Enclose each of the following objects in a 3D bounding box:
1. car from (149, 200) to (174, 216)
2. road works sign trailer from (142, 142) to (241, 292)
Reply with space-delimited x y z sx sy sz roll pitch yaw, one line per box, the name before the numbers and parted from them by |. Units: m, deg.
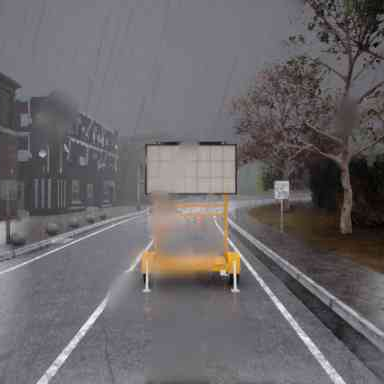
car | -2.891 1.502 32.116 2.128 1.511 4.902 0 0 4
road works sign trailer | -0.021 0.467 8.899 2.380 3.560 2.880 0 0 0
